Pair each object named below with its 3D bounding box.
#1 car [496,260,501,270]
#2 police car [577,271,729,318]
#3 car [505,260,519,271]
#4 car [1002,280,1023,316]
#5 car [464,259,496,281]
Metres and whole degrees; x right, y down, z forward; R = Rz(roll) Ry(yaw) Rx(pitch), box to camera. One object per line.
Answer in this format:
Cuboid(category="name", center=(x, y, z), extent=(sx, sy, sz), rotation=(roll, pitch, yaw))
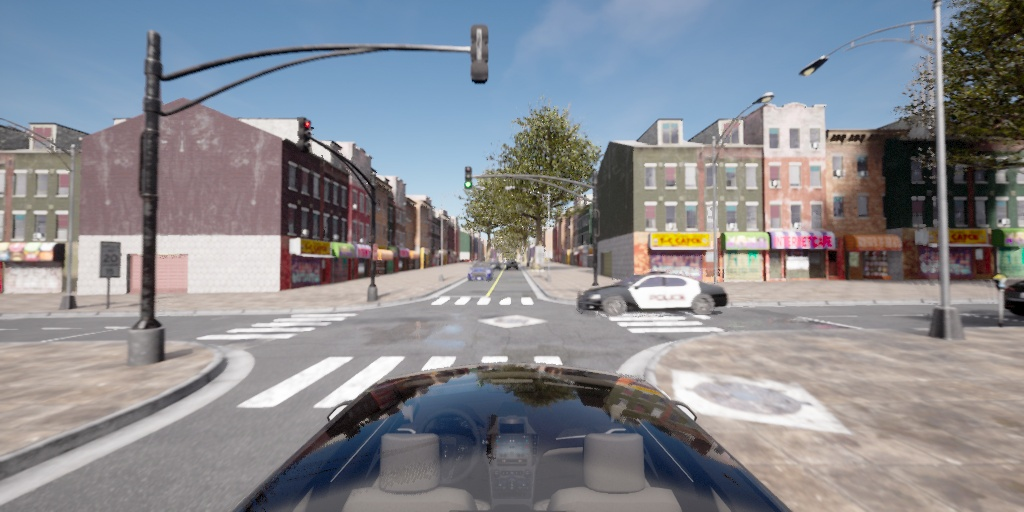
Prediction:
Cuboid(category="car", center=(-2.758, 1.391, 57.136), extent=(2.128, 1.511, 4.902), rotation=(0, 0, 0))
Cuboid(category="police car", center=(4.948, 1.352, 13.095), extent=(4.974, 1.542, 2.038), rotation=(-1, -1, 0))
Cuboid(category="car", center=(0.014, 1.412, 54.666), extent=(1.837, 1.490, 4.892), rotation=(0, 0, 0))
Cuboid(category="car", center=(17.213, 1.170, 10.487), extent=(4.313, 1.339, 1.948), rotation=(0, 0, 0))
Cuboid(category="car", center=(-2.839, 1.346, 33.098), extent=(2.097, 1.767, 4.553), rotation=(0, 0, 0))
